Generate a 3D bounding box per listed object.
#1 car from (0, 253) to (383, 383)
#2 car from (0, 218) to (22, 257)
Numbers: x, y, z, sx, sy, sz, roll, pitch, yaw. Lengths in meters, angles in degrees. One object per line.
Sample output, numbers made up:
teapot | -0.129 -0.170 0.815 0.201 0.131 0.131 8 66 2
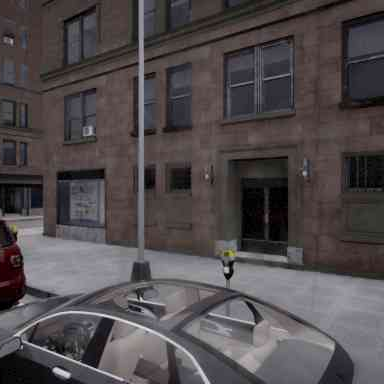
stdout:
car | -0.515 1.551 3.150 4.403 1.369 2.008 0 0 34
car | -5.209 1.315 6.352 5.009 1.841 2.192 0 0 34
